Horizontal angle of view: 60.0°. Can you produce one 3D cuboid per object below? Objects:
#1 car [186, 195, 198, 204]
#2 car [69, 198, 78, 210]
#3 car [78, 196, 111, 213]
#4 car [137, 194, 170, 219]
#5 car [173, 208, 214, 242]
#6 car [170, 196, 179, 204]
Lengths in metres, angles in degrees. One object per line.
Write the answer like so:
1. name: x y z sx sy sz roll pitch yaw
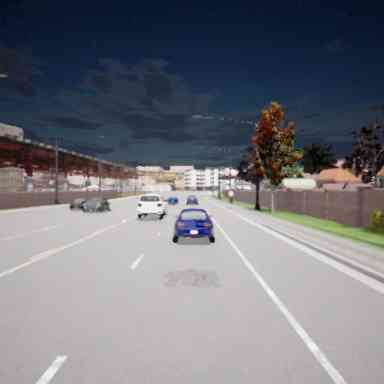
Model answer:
1. car: 0.063 1.352 61.672 2.097 1.767 4.553 0 0 0
2. car: -14.018 1.469 42.330 1.882 1.535 5.008 0 0 -3
3. car: -10.580 1.344 37.013 2.097 1.767 4.553 0 0 0
4. car: -3.418 1.219 29.299 2.150 2.045 5.566 0 0 0
5. car: 0.081 1.526 16.334 1.812 1.442 4.674 0 0 0
6. car: -3.437 1.474 62.054 1.882 1.535 5.008 0 0 0
